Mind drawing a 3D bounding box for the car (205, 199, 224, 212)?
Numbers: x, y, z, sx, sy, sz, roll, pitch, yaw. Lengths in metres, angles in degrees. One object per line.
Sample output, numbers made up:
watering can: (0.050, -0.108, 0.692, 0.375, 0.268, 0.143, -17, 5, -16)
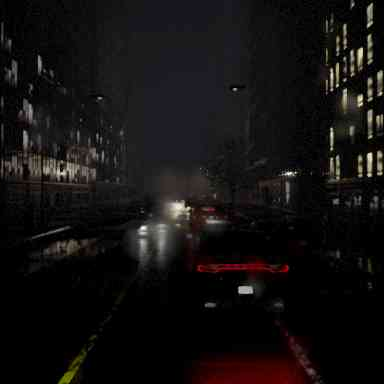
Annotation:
car: (2.632, 1.538, 39.831, 2.008, 1.369, 4.403, 0, 0, 0)

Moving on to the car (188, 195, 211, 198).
car: (0.863, 1.347, 23.970, 2.097, 1.767, 4.553, 0, 0, 0)

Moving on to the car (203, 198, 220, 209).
car: (2.624, 1.531, 45.523, 2.008, 1.369, 4.403, 0, 0, 0)

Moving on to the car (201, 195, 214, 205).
car: (2.607, 1.401, 56.908, 1.967, 1.590, 4.097, 0, 0, 0)

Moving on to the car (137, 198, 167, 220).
car: (-3.142, 1.520, 27.832, 1.812, 1.442, 4.674, 0, 0, 0)

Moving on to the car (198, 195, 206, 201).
car: (2.566, 1.448, 85.371, 1.887, 1.381, 4.507, 0, 0, 0)

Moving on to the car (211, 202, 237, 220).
car: (2.648, 1.576, 28.446, 1.802, 1.307, 4.206, 0, 0, 0)

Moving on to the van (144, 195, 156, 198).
van: (-5.757, 1.321, 45.515, 1.690, 1.788, 3.998, 0, 0, 0)

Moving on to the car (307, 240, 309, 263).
car: (2.673, 1.580, 11.368, 1.802, 1.307, 4.206, 0, 0, 0)

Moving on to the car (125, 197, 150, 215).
car: (-5.741, 1.542, 34.130, 2.008, 1.369, 4.403, 0, 0, 0)

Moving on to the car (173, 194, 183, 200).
car: (-3.130, 1.378, 86.721, 1.882, 1.535, 5.008, 0, 0, 0)

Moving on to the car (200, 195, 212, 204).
car: (2.599, 1.391, 62.600, 1.967, 1.590, 4.097, 0, 0, 0)

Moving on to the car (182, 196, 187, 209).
car: (-0.052, 1.580, 45.646, 1.895, 1.301, 4.718, 0, 0, 0)

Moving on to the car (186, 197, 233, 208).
car: (0.872, 1.348, 17.971, 2.097, 1.767, 4.553, 0, 0, 0)

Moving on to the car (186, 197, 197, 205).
car: (-0.087, 1.522, 58.761, 1.994, 1.385, 4.181, 0, 0, 0)

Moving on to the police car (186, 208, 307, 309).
police car: (0.888, 1.424, 8.110, 1.930, 1.638, 5.238, 0, 0, 0)
